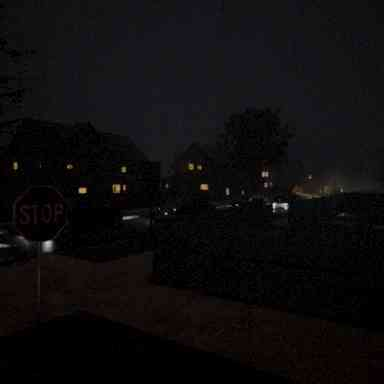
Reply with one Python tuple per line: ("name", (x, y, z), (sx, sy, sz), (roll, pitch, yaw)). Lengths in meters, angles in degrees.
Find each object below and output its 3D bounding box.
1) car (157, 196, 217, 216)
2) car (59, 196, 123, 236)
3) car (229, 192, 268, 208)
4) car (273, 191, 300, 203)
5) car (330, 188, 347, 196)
("car", (-0.205, 0.995, 24.328), (2.033, 1.411, 5.357), (1, 2, 35))
("car", (-5.658, 1.023, 16.568), (2.097, 1.767, 4.553), (1, 2, 34))
("car", (5.659, 0.757, 32.586), (2.033, 1.411, 5.357), (1, 2, 36))
("car", (11.661, 0.569, 40.995), (1.895, 1.301, 4.718), (1, 2, 36))
("car", (22.880, 0.164, 51.800), (1.837, 1.490, 4.892), (1, 2, 36))
